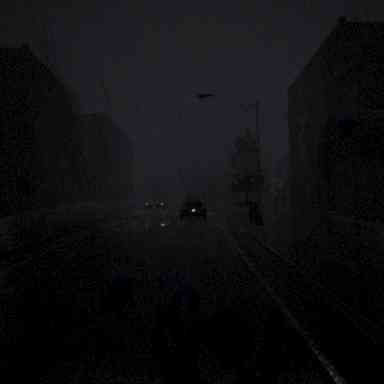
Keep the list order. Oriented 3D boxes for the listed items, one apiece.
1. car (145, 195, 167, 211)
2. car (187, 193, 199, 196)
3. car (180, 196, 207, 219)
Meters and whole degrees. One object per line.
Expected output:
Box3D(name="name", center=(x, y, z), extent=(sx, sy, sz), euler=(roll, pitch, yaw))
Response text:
Box3D(name="car", center=(-3.535, 1.076, 33.525), extent=(1.812, 1.442, 4.674), euler=(0, 1, 1))
Box3D(name="car", center=(0.123, 0.879, 42.818), extent=(1.882, 1.535, 5.008), euler=(0, 1, 0))
Box3D(name="car", center=(0.114, 1.241, 25.549), extent=(1.994, 1.385, 4.181), euler=(0, 1, 0))
